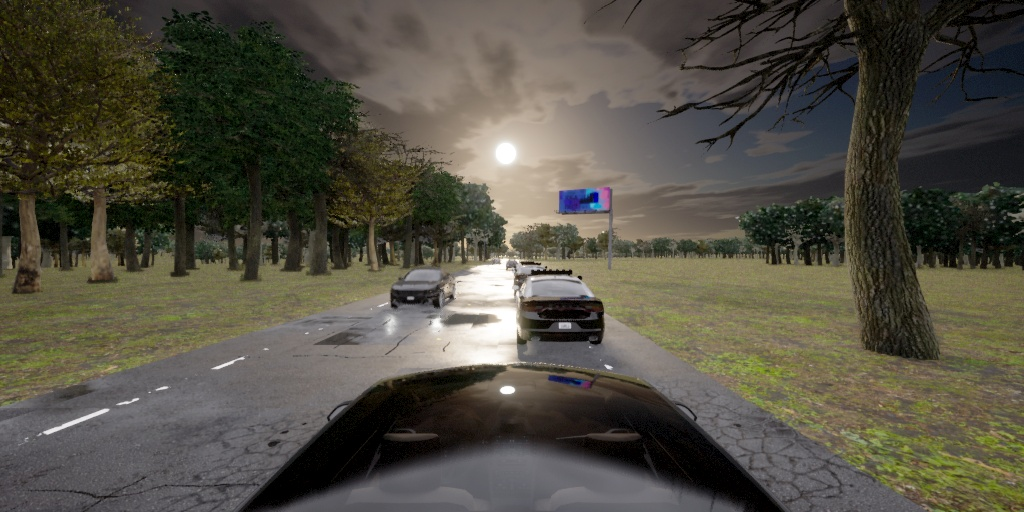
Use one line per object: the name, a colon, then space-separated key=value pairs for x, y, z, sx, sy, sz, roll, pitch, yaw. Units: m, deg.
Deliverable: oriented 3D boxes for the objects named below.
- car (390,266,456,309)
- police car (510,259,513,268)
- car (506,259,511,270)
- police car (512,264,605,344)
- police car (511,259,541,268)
car: x=-3.602 y=1.223 z=15.225 sx=1.882 sy=1.535 sz=5.008 roll=0 pitch=0 yaw=0
police car: x=1.044 y=1.169 z=25.683 sx=1.930 sy=1.638 sz=5.238 roll=0 pitch=0 yaw=0
car: x=0.046 y=1.348 z=52.531 sx=1.895 sy=1.301 sz=4.718 roll=0 pitch=0 yaw=0
police car: x=1.048 y=1.173 z=9.681 sx=1.930 sy=1.638 sz=5.238 roll=0 pitch=0 yaw=0
police car: x=1.045 y=1.170 z=19.682 sx=1.930 sy=1.638 sz=5.238 roll=0 pitch=0 yaw=0
